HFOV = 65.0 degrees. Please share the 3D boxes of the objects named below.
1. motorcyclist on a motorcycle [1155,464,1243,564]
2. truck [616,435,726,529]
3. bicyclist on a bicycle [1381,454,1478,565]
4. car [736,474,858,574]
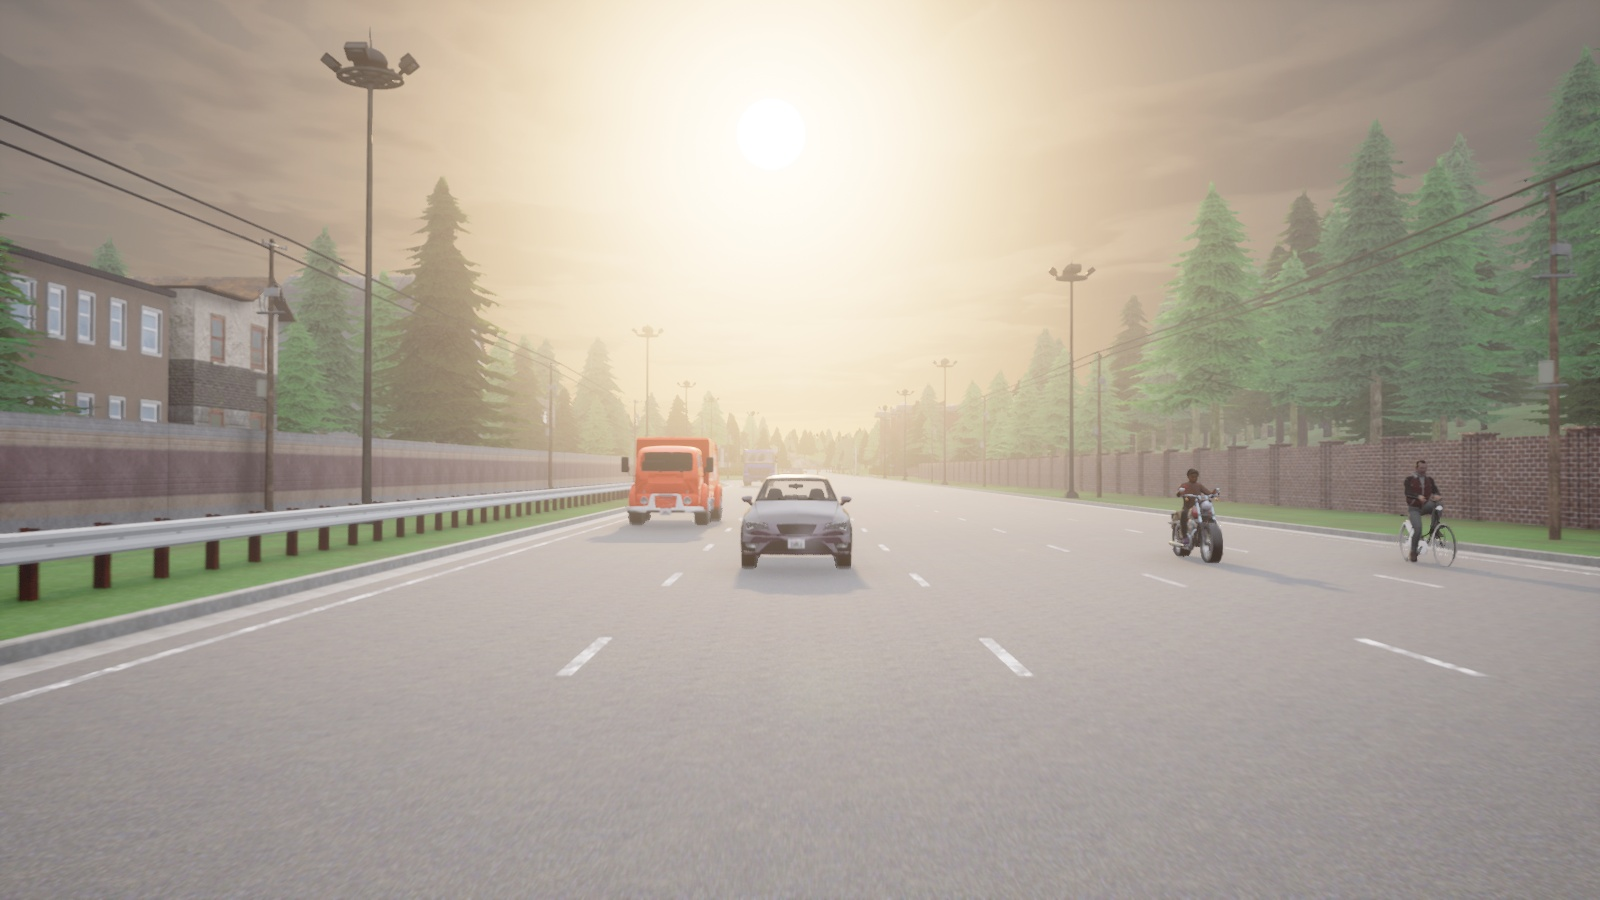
[{"bbox_3d":[6.947,1.073,21.991,0.766,1.649,2.350,0,-1,0],"label":"motorcyclist on a motorcycle"},{"bbox_3d":[-3.588,0.893,35.957,2.627,2.467,5.204,0,-1,0],"label":"truck"},{"bbox_3d":[10.449,0.963,20.923,0.659,1.776,1.843,0,-1,0],"label":"bicyclist on a bicycle"},{"bbox_3d":[-0.050,1.148,20.904,1.816,1.474,4.193,0,-1,0],"label":"car"}]
